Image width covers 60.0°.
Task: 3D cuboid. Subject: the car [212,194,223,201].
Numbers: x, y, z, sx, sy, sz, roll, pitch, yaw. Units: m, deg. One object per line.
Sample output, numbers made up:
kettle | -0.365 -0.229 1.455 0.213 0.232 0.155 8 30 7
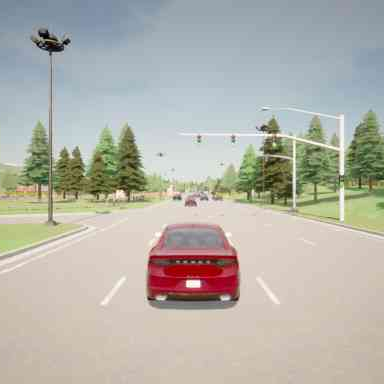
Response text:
car | 6.693 1.516 83.618 2.128 1.511 4.902 0 0 0

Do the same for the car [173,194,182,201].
car | -3.807 1.469 83.579 1.882 1.535 5.008 0 0 0

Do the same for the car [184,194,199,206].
car | -0.194 1.525 52.979 1.812 1.442 4.674 0 0 0

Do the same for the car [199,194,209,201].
car | 3.191 1.516 84.022 1.812 1.442 4.674 0 0 0

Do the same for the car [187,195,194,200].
car | -0.346 1.427 94.042 1.895 1.301 4.718 0 0 0

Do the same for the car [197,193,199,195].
car | 3.154 1.357 94.025 2.128 1.511 4.902 0 0 0

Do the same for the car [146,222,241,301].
car | 0.032 1.478 8.377 1.882 1.535 5.008 0 0 0

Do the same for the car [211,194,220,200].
car | 6.654 1.372 94.038 2.033 1.411 5.357 0 0 0

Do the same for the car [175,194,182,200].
car | -3.846 1.310 93.999 1.882 1.535 5.008 0 0 0
